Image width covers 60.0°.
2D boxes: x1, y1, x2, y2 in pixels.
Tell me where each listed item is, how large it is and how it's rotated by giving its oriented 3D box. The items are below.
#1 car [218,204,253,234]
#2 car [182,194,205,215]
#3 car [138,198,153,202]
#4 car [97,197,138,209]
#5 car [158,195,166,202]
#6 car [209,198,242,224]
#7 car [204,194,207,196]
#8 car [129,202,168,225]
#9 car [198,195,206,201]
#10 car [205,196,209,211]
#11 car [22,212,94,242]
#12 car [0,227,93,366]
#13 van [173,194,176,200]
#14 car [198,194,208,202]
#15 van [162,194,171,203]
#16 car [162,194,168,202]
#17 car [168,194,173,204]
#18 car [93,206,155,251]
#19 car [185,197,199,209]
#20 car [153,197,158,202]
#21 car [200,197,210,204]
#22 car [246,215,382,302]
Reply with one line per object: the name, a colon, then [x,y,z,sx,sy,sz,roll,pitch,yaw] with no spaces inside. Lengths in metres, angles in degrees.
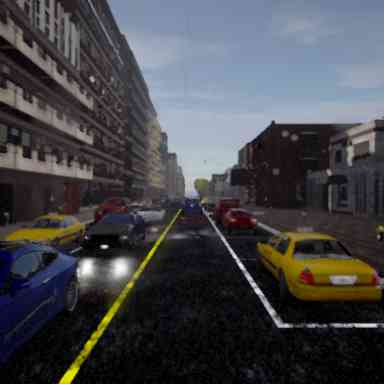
car: [2.694,1.597,19.144,1.802,1.307,4.206,0,0,0]
car: [0.002,1.386,34.859,2.097,1.767,4.553,0,0,0]
car: [-5.687,1.586,35.761,2.008,1.369,4.403,0,0,0]
car: [-5.686,1.336,24.683,2.192,1.841,5.009,0,0,0]
car: [-5.686,1.609,52.380,1.887,1.381,4.507,0,0,0]
car: [2.695,1.336,24.683,2.192,1.841,5.009,0,0,0]
car: [2.695,1.612,63.628,1.752,1.417,4.829,0,0,0]
car: [-3.083,1.621,24.389,1.895,1.301,4.718,0,0,0]
car: [2.695,1.599,91.154,1.967,1.590,4.097,0,0,0]
car: [2.694,1.595,41.301,2.008,1.369,4.403,0,0,0]
car: [-5.687,1.535,13.434,1.752,1.417,4.829,0,0,0]
car: [-3.095,1.529,4.825,1.812,1.442,4.674,0,0,0]
van: [-5.685,1.483,85.615,1.690,1.788,3.998,0,0,0]
car: [2.696,1.441,80.075,2.192,1.841,5.009,0,0,0]
van: [-5.685,1.452,74.538,1.690,1.788,3.998,0,0,0]
car: [-5.686,1.515,57.918,1.967,1.590,4.097,0,0,0]
car: [-5.685,1.413,68.997,2.192,1.841,5.009,0,0,0]
car: [-3.088,1.558,14.475,2.033,1.411,5.357,0,0,0]
car: [0.031,1.532,47.577,1.882,1.535,5.008,0,0,0]
car: [-5.686,1.569,41.130,1.752,1.417,4.829,0,0,0]
car: [2.694,1.649,68.997,2.008,1.369,4.403,0,0,0]
car: [2.694,1.531,8.236,1.752,1.417,4.829,0,0,0]
